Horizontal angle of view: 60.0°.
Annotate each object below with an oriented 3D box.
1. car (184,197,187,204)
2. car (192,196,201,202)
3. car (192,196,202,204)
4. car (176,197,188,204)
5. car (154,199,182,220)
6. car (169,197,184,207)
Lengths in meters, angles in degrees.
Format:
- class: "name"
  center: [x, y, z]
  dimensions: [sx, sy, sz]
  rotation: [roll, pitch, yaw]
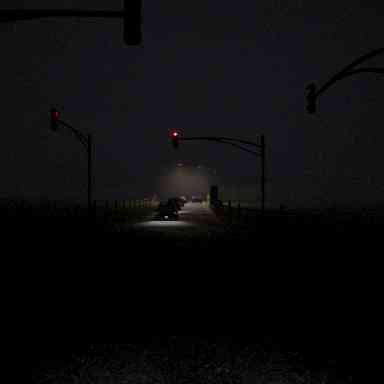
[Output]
- class: "car"
  center: [-2.133, 1.555, 51.883]
  dimensions: [2.033, 1.411, 5.357]
  rotation: [0, 0, 1]
- class: "car"
  center: [1.092, 1.611, 75.928]
  dimensions: [1.895, 1.301, 4.718]
  rotation: [0, 0, 1]
- class: "car"
  center: [1.030, 1.490, 65.895]
  dimensions: [1.882, 1.535, 5.008]
  rotation: [0, 0, 1]
- class: "car"
  center: [-1.914, 1.575, 62.806]
  dimensions: [1.994, 1.385, 4.181]
  rotation: [0, 0, 2]
- class: "car"
  center: [-2.168, 1.549, 28.213]
  dimensions: [2.033, 1.411, 5.357]
  rotation: [0, 0, -4]
- class: "car"
  center: [-2.299, 1.511, 41.163]
  dimensions: [1.837, 1.490, 4.892]
  rotation: [0, 0, 1]
